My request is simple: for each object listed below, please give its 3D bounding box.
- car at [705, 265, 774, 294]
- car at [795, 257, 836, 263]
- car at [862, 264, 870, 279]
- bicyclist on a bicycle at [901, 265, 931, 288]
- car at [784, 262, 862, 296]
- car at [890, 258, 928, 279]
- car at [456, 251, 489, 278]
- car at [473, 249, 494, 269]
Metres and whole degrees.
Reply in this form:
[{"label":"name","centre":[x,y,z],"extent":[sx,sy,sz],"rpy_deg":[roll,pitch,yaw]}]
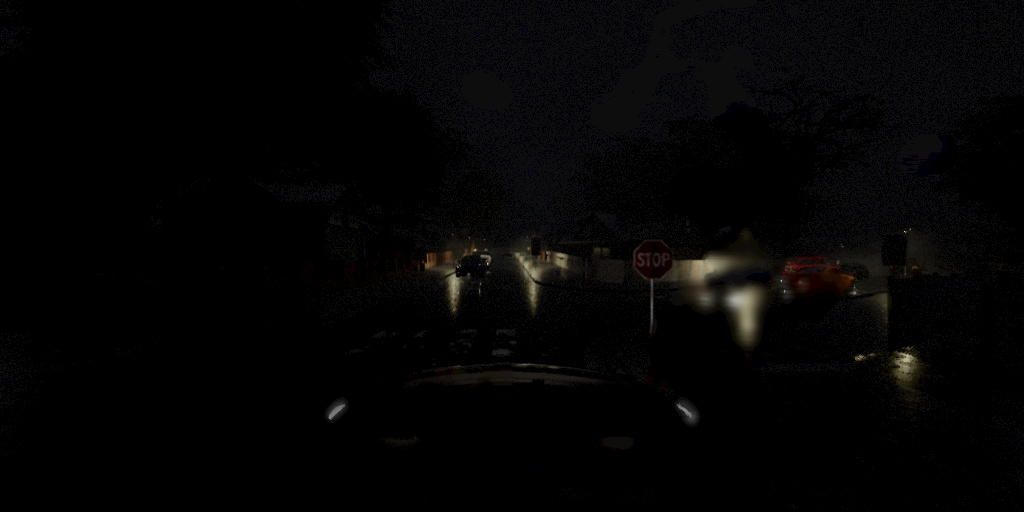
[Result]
[{"label":"car","centre":[13.374,1.281,21.043],"extent":[5.008,1.535,1.882],"rpy_deg":[1,0,-32]},{"label":"car","centre":[22.713,1.095,27.066],"extent":[5.566,2.045,2.150],"rpy_deg":[0,0,-34]},{"label":"car","centre":[31.587,1.436,33.326],"extent":[4.902,1.511,2.128],"rpy_deg":[1,0,-36]},{"label":"bicyclist on a bicycle","centre":[21.731,1.304,19.317],"extent":[0.582,1.620,1.656],"rpy_deg":[0,0,-33]},{"label":"car","centre":[17.227,1.304,19.970],"extent":[5.008,1.535,1.882],"rpy_deg":[0,0,-32]},{"label":"car","centre":[39.186,1.220,35.438],"extent":[5.566,2.045,2.150],"rpy_deg":[0,0,-38]},{"label":"car","centre":[-3.261,0.734,28.994],"extent":[2.097,1.767,4.553],"rpy_deg":[0,2,-1]},{"label":"car","centre":[-3.420,0.299,38.980],"extent":[2.150,2.045,5.566],"rpy_deg":[0,2,-1]}]
